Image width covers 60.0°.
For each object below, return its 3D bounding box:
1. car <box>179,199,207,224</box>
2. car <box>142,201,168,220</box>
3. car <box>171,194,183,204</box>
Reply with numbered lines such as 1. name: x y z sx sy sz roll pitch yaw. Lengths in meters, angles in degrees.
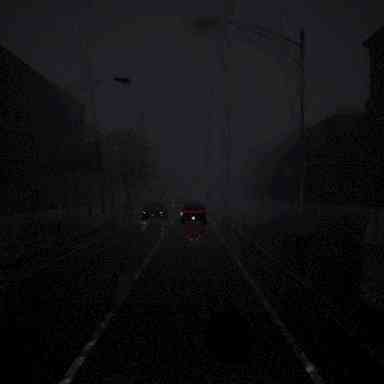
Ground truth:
1. car: 0.100 1.562 25.435 1.837 1.490 4.892 0 0 0
2. car: -3.097 1.578 28.526 1.837 1.490 4.892 0 0 0
3. car: -3.001 1.350 69.143 2.150 2.045 5.566 0 0 0
